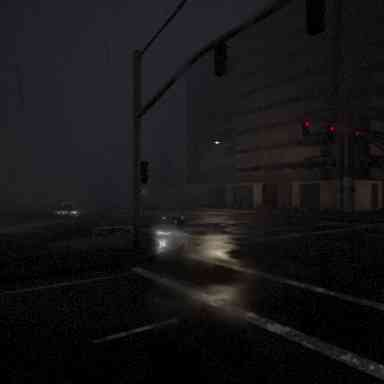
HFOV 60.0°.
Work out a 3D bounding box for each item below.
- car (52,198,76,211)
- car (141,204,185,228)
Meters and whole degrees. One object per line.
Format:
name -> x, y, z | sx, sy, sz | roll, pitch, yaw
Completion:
car -> -16.351, 1.521, 42.388 | 1.882, 1.535, 5.008 | 0, 0, -35
car -> -2.346, 1.581, 22.662 | 1.812, 1.442, 4.674 | 0, 0, -35
